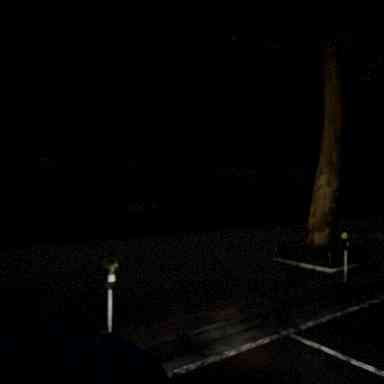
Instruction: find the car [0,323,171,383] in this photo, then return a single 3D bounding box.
[{"bbox_3d":[-2.389,1.462,1.569,5.008,1.535,1.882,1,-1,-35],"label":"car"}]
